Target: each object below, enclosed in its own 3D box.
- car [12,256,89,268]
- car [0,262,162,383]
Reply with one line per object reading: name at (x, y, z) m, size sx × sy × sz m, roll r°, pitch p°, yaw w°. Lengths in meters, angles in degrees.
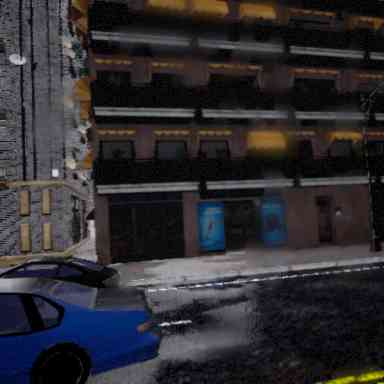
car at (-3.781, 2.298, 8.002) m, size 4.181 × 1.385 × 1.994 m, roll -2°, pitch -4°, yaw -13°
car at (-3.170, 2.043, 4.808) m, size 5.357 × 1.411 × 2.033 m, roll -2°, pitch -4°, yaw -13°
